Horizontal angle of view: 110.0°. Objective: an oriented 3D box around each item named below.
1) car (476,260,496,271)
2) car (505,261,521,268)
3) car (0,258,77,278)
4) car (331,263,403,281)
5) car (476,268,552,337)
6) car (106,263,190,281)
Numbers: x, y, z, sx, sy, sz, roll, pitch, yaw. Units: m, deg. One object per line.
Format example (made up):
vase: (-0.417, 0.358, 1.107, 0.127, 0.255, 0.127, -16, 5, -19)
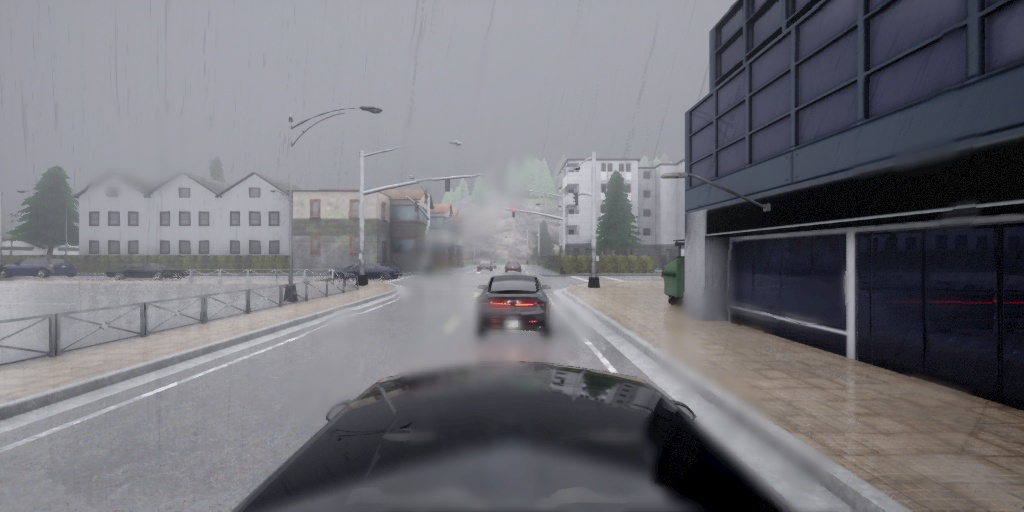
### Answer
car: (-3.520, 1.276, 47.660, 1.812, 1.442, 4.674, 0, 0, 0)
car: (0.139, 1.314, 46.238, 1.994, 1.385, 4.181, 0, 0, 1)
car: (-39.834, 0.926, 30.204, 4.553, 1.767, 2.097, 0, 0, 0)
car: (-10.536, 1.174, 26.380, 4.718, 1.301, 1.895, 0, 0, 0)
car: (0.069, 1.255, 10.258, 1.837, 1.490, 4.892, 0, 0, 1)
car: (-26.660, 1.174, 26.452, 4.718, 1.301, 1.895, 0, 0, 0)
